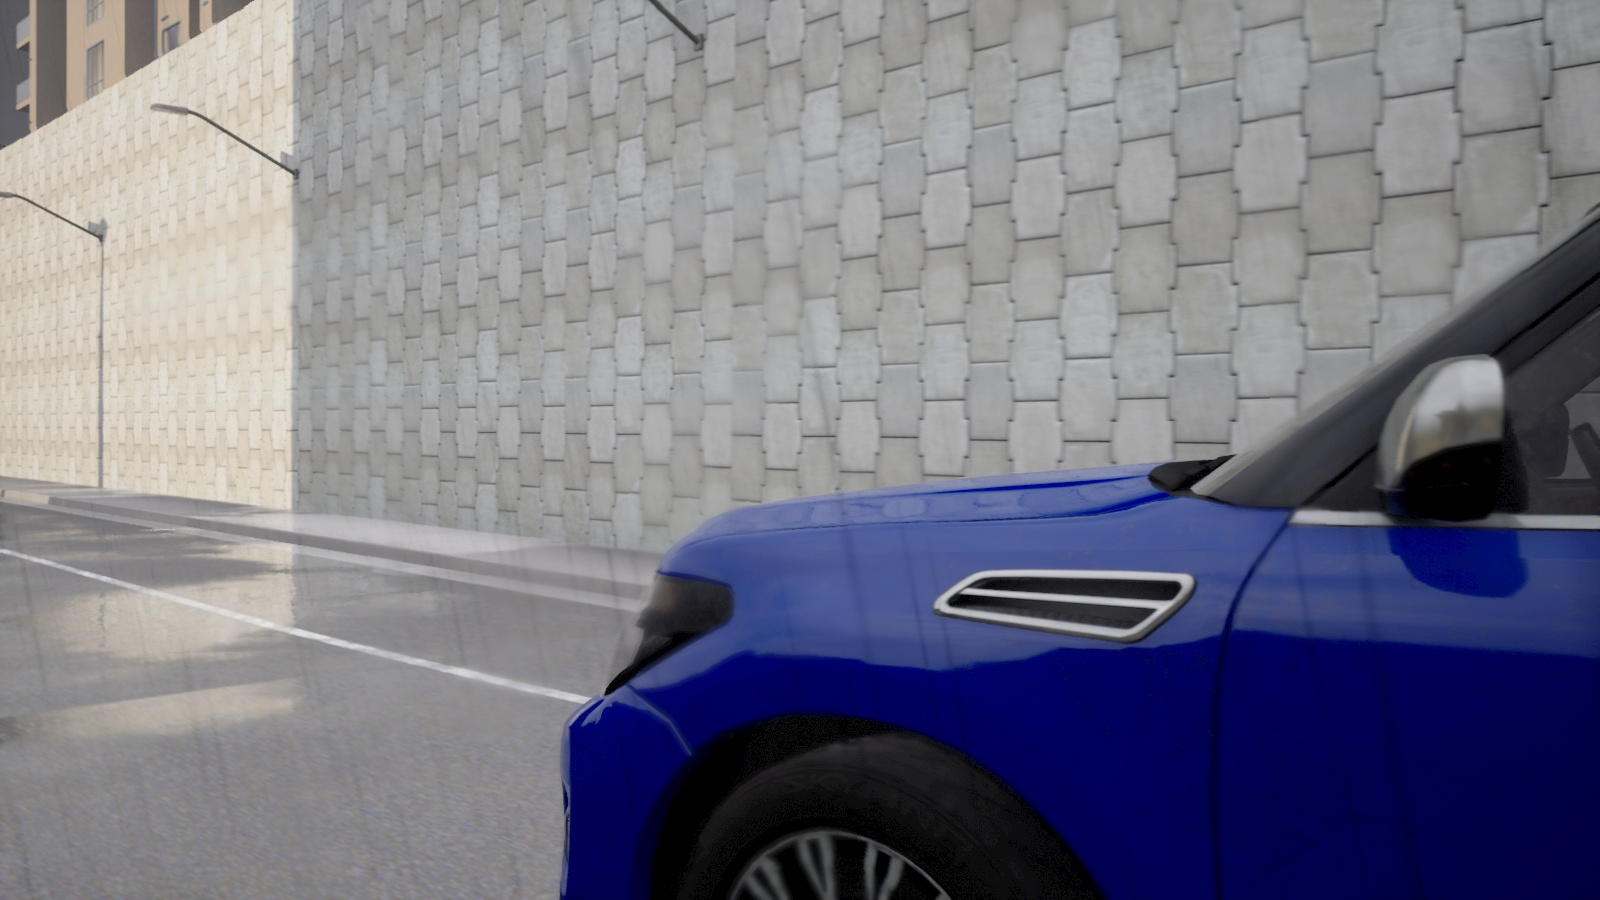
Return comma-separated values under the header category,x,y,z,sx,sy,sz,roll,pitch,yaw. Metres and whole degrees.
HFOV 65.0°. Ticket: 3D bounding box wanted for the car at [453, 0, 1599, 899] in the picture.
category,x,y,z,sx,sy,sz,roll,pitch,yaw
car,2.171,0.404,2.133,5.566,2.045,2.150,0,1,33
